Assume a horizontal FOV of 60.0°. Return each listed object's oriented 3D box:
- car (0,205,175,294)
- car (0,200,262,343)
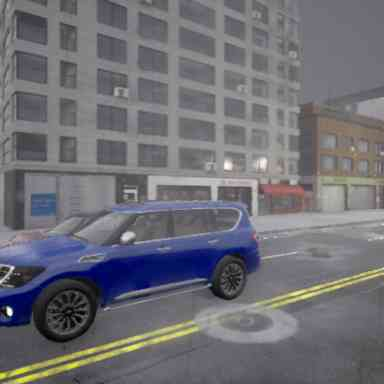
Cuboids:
[{"bbox_3d":[-2.973,1.350,9.425,4.553,1.767,2.097,0,0,-35],"label":"car"},{"bbox_3d":[-1.015,1.219,6.830,5.566,2.045,2.150,0,0,-35],"label":"car"}]
